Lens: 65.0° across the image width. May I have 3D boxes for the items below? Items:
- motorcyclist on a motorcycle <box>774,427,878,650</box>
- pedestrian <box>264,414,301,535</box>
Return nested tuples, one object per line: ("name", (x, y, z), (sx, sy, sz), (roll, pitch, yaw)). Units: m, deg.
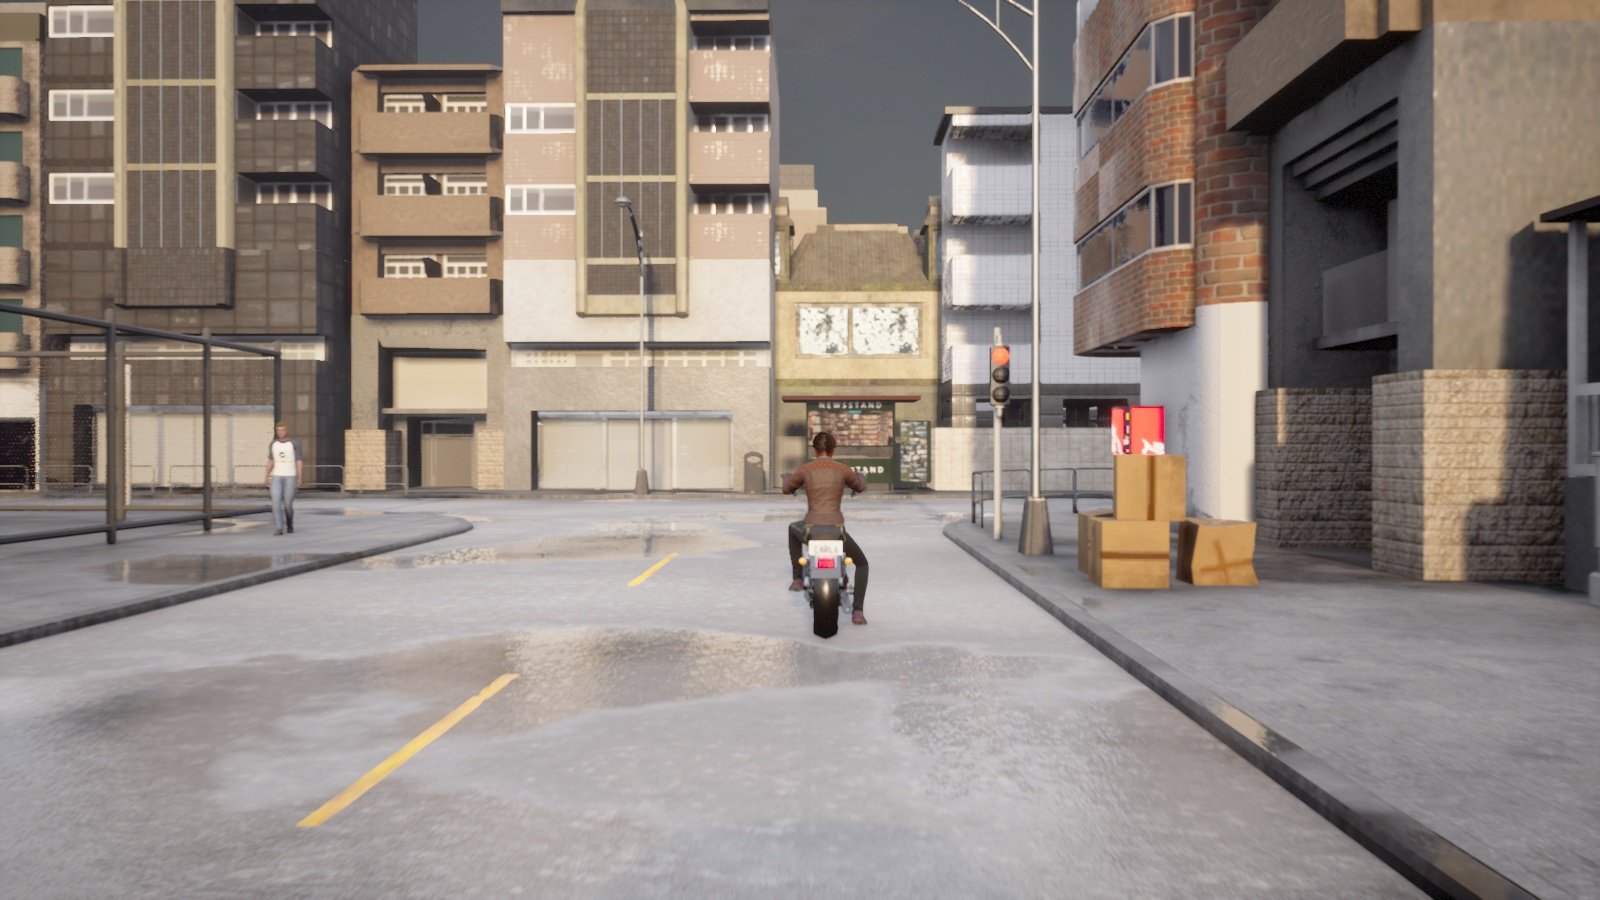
("motorcyclist on a motorcycle", (0.198, 0.657, 10.471), (0.766, 1.649, 2.350), (0, 0, 0))
("pedestrian", (-8.046, 0.374, 19.522), (0.354, 1.836, 0.706), (0, 0, -7))
